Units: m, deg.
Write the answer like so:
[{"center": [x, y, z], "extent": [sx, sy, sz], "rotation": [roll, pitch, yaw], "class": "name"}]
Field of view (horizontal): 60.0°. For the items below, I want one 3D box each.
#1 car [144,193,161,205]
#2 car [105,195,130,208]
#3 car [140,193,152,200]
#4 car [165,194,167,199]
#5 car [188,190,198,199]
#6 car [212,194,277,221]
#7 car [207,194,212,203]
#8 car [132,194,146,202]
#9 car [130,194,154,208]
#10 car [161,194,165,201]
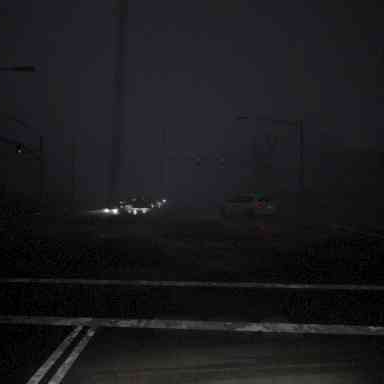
[{"center": [-6.849, 1.305, 55.253], "extent": [2.033, 1.411, 5.357], "rotation": [0, 1, 0], "class": "car"}, {"center": [-10.400, 1.369, 45.410], "extent": [2.128, 1.511, 4.902], "rotation": [0, 1, 1], "class": "car"}, {"center": [-10.289, 0.948, 75.174], "extent": [2.033, 1.411, 5.357], "rotation": [0, 1, 0], "class": "car"}, {"center": [-6.789, 1.003, 75.178], "extent": [1.895, 1.301, 4.718], "rotation": [0, 1, 0], "class": "car"}, {"center": [0.215, 0.604, 76.582], "extent": [2.150, 2.045, 5.566], "rotation": [0, 1, 0], "class": "car"}, {"center": [4.422, 1.198, 27.422], "extent": [2.150, 2.045, 5.566], "rotation": [-2, 1, -34], "class": "car"}, {"center": [3.766, 1.050, 59.493], "extent": [2.097, 1.767, 4.553], "rotation": [0, 1, 0], "class": "car"}, {"center": [-10.320, 1.179, 64.556], "extent": [1.994, 1.385, 4.181], "rotation": [0, 1, 0], "class": "car"}, {"center": [-6.898, 1.431, 46.022], "extent": [1.994, 1.385, 4.181], "rotation": [0, 1, 1], "class": "car"}, {"center": [-6.819, 1.210, 64.830], "extent": [1.895, 1.301, 4.718], "rotation": [0, 1, 0], "class": "car"}]
